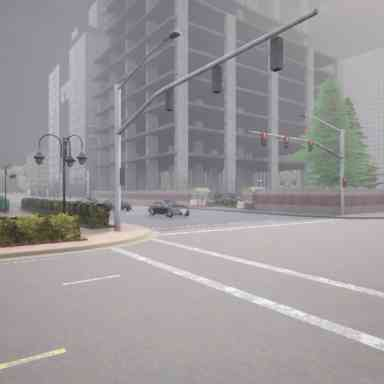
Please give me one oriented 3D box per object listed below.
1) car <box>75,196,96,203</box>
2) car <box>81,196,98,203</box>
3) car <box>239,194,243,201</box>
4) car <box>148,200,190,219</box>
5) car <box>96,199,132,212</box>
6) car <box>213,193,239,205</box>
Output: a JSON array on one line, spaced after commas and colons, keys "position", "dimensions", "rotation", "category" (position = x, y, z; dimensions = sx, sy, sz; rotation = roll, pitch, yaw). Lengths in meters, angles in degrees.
[{"position": [-14.948, 1.449, 46.689], "dimensions": [1.837, 1.490, 4.892], "rotation": [0, 0, -36], "category": "car"}, {"position": [-20.621, 1.545, 66.726], "dimensions": [1.895, 1.301, 4.718], "rotation": [0, 0, -36], "category": "car"}, {"position": [7.433, 1.114, 55.200], "dimensions": [1.905, 1.878, 3.866], "rotation": [0, 0, -36], "category": "car"}, {"position": [-2.085, 1.437, 28.960], "dimensions": [2.128, 1.511, 4.902], "rotation": [0, 0, -36], "category": "car"}, {"position": [-8.827, 1.492, 38.237], "dimensions": [2.033, 1.411, 5.357], "rotation": [0, 0, -36], "category": "car"}, {"position": [5.043, 1.114, 53.485], "dimensions": [1.905, 1.878, 3.866], "rotation": [0, 0, -36], "category": "car"}]
